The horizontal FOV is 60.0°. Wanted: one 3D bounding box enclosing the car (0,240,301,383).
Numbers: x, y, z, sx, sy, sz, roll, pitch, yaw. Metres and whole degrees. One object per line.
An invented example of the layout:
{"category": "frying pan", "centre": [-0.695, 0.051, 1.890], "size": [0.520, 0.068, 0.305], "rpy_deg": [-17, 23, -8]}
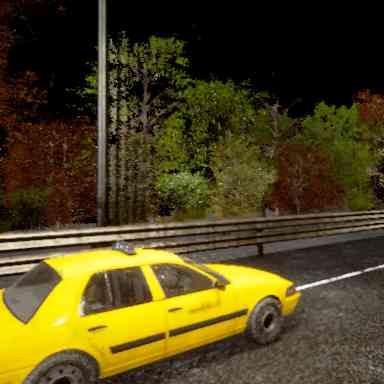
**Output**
{"category": "car", "centre": [-0.671, 1.460, 4.679], "size": [5.366, 1.575, 1.801], "rpy_deg": [0, 0, -35]}
